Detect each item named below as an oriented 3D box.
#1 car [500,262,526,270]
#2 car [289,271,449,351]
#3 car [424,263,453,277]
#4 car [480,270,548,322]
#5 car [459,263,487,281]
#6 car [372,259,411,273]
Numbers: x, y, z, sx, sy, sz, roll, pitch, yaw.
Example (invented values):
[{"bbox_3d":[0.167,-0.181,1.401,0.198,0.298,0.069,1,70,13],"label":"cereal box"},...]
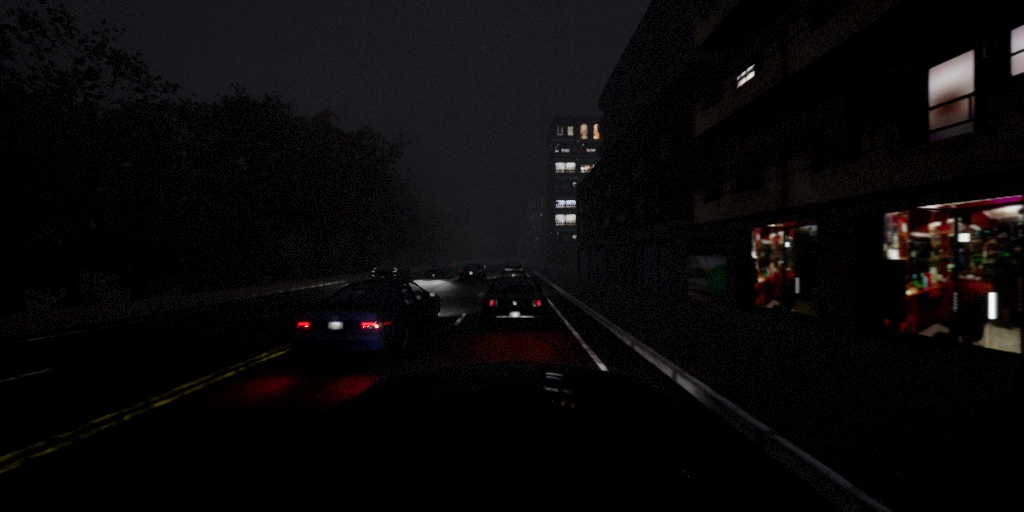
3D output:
[{"bbox_3d":[0.096,1.210,29.014,2.128,1.511,4.902,0,0,0],"label":"car"},{"bbox_3d":[-3.164,1.289,8.952,2.033,1.411,5.357,0,0,0],"label":"car"},{"bbox_3d":[-6.593,1.315,32.379,1.895,1.301,4.718,0,0,0],"label":"car"},{"bbox_3d":[0.093,1.339,12.217,1.895,1.301,4.718,0,0,0],"label":"car"},{"bbox_3d":[-3.154,1.282,29.596,1.994,1.385,4.181,0,0,0],"label":"car"},{"bbox_3d":[-9.844,1.069,29.573,2.097,1.767,4.553,0,0,0],"label":"car"}]
